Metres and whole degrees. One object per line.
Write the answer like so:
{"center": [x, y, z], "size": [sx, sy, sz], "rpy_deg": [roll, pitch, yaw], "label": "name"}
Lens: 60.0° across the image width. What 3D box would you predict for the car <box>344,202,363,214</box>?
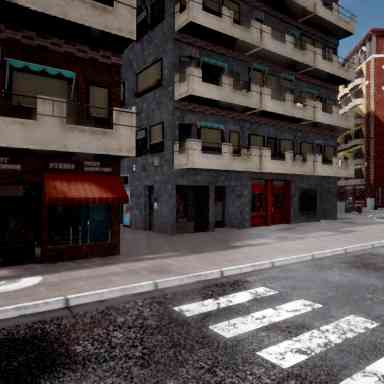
{"center": [17.812, 1.790, 38.243], "size": [1.895, 1.301, 4.718], "rpy_deg": [0, 0, 5], "label": "car"}
